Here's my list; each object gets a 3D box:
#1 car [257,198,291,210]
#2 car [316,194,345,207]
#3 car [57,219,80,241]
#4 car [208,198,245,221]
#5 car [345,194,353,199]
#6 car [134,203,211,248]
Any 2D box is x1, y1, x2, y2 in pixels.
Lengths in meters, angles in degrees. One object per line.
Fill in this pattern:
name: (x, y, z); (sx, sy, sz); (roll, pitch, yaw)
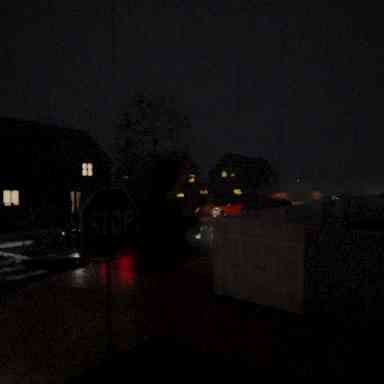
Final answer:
car: (8.480, 1.302, 33.630); (2.033, 1.411, 5.357); (-1, 0, 35)
car: (16.103, 1.166, 39.378); (2.033, 1.411, 5.357); (-1, 0, 36)
car: (-4.027, 1.501, 16.072); (1.837, 1.490, 4.892); (-1, 0, 37)
car: (2.083, 1.231, 24.631); (2.097, 1.767, 4.553); (-1, 0, 35)
car: (21.750, 0.988, 47.418); (1.882, 1.535, 5.008); (-1, 0, 35)
car: (-1.516, 1.448, 14.635); (2.128, 1.511, 4.902); (-1, 0, 35)
